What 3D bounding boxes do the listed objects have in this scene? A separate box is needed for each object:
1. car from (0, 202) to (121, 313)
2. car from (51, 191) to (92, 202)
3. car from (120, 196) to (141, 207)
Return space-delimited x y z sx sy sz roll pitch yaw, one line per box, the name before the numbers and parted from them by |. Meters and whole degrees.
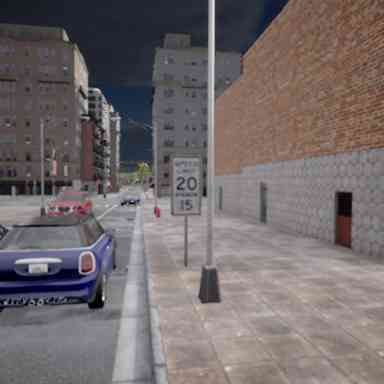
car | -2.937 1.287 7.736 2.097 1.767 4.553 0 1 -9
car | -8.194 0.981 22.864 2.150 2.045 5.566 0 1 -9
car | -7.693 1.141 42.203 1.895 1.301 4.718 0 1 1
